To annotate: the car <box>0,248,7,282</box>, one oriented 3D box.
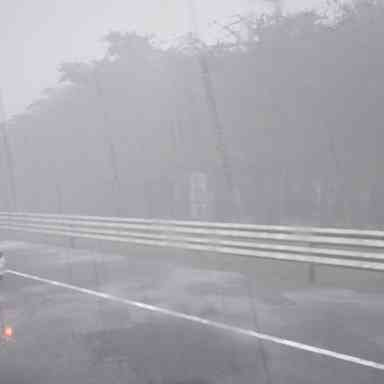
[{"bbox_3d":[-6.543,1.634,8.539,4.674,1.442,1.812,-1,0,35],"label":"car"}]
